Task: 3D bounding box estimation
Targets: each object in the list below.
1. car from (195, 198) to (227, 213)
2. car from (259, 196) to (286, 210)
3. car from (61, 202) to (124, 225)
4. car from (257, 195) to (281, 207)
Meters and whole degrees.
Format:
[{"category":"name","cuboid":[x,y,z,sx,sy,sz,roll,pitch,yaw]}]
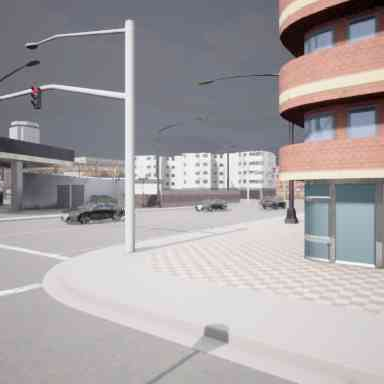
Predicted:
[{"category":"car","cuboid":[2.193,1.492,37.697,2.128,1.511,4.902,0,0,35]},{"category":"car","cuboid":[10.839,1.491,43.727,2.128,1.511,4.902,0,0,35]},{"category":"car","cuboid":[-7.113,1.492,24.217,2.128,1.511,4.902,0,0,35]},{"category":"car","cuboid":[12.120,1.415,51.922,2.097,1.767,4.553,0,0,35]}]
